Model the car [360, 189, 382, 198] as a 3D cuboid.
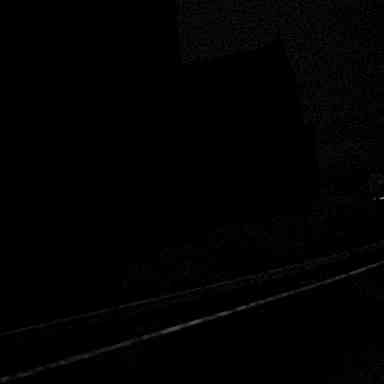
[{"bbox_3d":[31.212,0.293,58.199,2.128,1.511,4.902,-6,-1,1],"label":"car"}]
